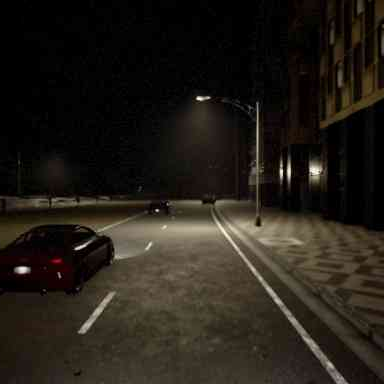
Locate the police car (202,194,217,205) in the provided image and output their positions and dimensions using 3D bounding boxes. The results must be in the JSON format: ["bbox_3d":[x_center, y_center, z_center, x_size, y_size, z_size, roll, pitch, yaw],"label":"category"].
[{"bbox_3d":[2.691,1.341,55.268,1.930,1.638,5.238,0,0,5],"label":"police car"}]

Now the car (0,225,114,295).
[{"bbox_3d":[-3.396,1.533,8.685,1.994,1.385,4.181,0,0,0],"label":"car"}]

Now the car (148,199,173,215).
[{"bbox_3d":[-3.059,1.427,32.482,1.837,1.490,4.892,0,0,2],"label":"car"}]
